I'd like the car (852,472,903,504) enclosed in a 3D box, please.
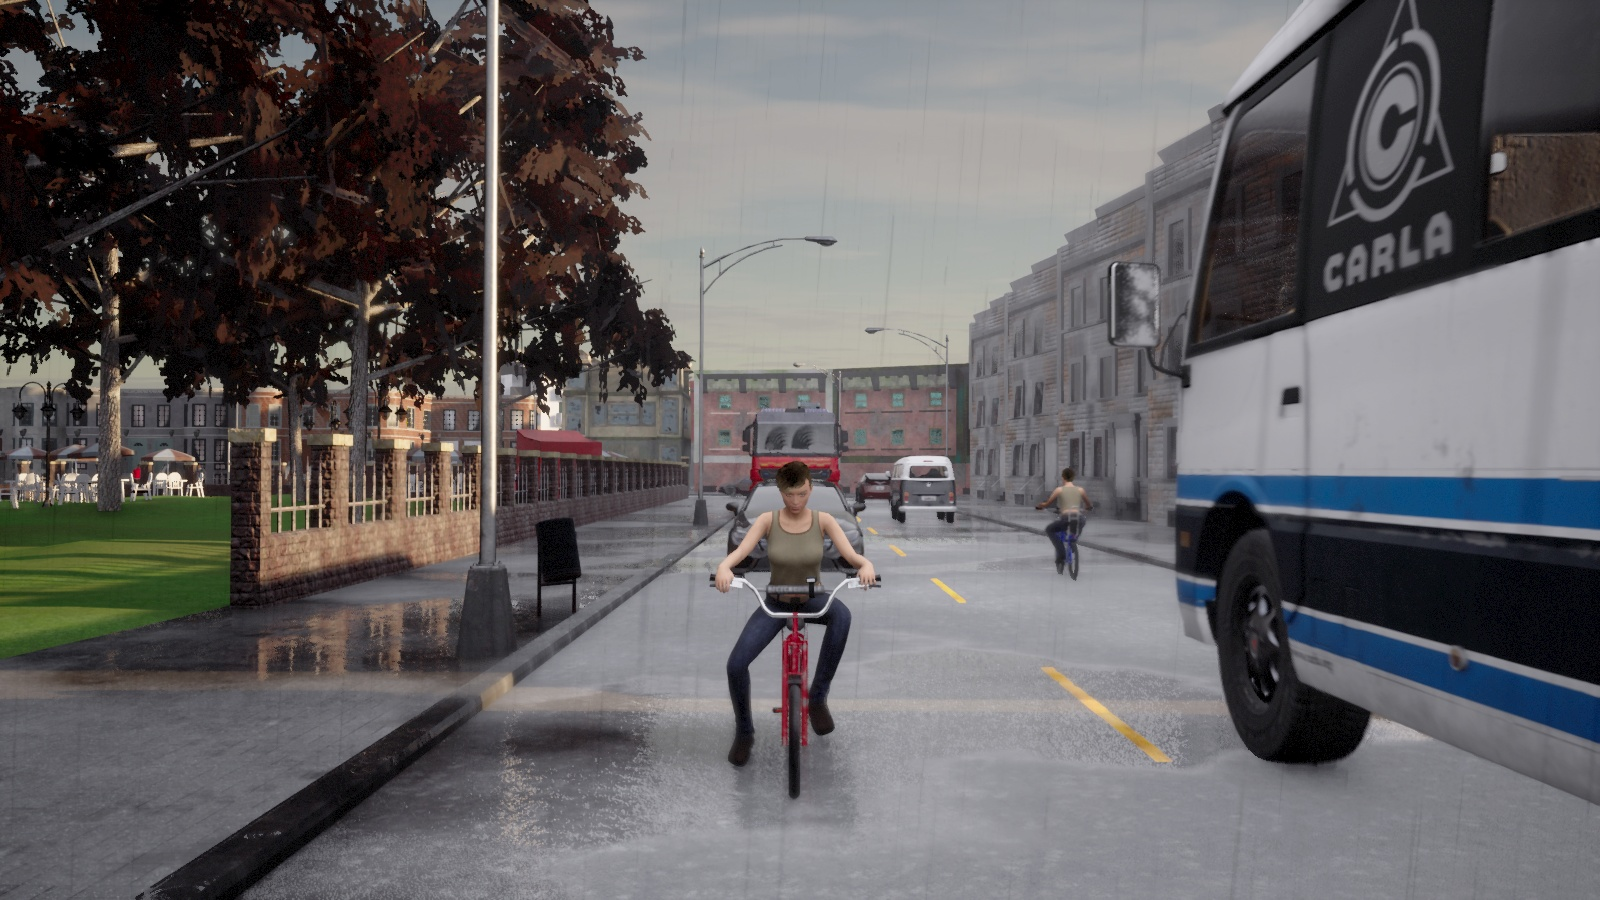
[{"bbox_3d":[3.767,1.830,61.530,2.163,1.488,4.792,0,-1,0],"label":"car"}]

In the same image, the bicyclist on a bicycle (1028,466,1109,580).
[{"bbox_3d":[3.940,1.046,18.557,0.866,1.612,1.509,0,-1,0],"label":"bicyclist on a bicycle"}]

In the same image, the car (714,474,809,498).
[{"bbox_3d":[-2.295,2.126,74.785,5.357,1.411,2.033,-1,-1,30],"label":"car"}]

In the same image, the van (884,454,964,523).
[{"bbox_3d":[3.858,1.190,39.821,2.069,2.038,4.480,0,-1,0],"label":"van"}]

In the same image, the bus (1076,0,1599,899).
[{"bbox_3d":[3.982,-0.513,3.864,3.944,4.253,10.273,0,-1,0],"label":"bus"}]

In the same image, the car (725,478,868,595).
[{"bbox_3d":[-0.053,1.146,18.226,1.812,1.442,4.674,0,-1,0],"label":"car"}]

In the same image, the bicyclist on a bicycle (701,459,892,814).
[{"bbox_3d":[-0.018,0.860,6.486,0.866,1.612,1.509,0,-1,0],"label":"bicyclist on a bicycle"}]

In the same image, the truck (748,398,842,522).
[{"bbox_3d":[-0.160,0.372,43.043,2.891,3.827,8.468,0,-1,0],"label":"truck"}]
